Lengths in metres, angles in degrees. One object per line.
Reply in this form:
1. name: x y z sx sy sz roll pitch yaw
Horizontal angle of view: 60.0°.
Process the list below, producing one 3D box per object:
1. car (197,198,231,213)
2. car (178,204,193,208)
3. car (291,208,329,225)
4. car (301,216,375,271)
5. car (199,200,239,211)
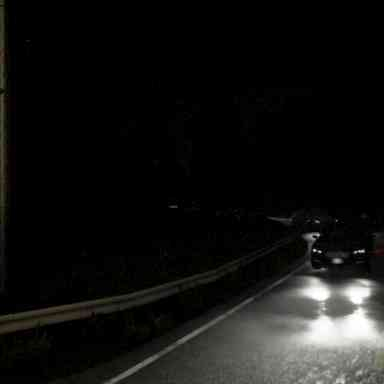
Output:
1. car: 2.822 1.700 43.635 2.097 1.767 4.553 0 0 -32
2. car: -1.080 1.848 53.523 1.994 1.385 4.181 -2 1 -10
3. car: 8.817 1.926 24.353 1.812 1.442 4.674 -2 0 -6
4. car: 5.833 1.934 12.708 2.128 1.511 4.902 -5 -3 30
5. car: 3.124 1.806 37.271 2.128 1.511 4.902 1 -1 -38
